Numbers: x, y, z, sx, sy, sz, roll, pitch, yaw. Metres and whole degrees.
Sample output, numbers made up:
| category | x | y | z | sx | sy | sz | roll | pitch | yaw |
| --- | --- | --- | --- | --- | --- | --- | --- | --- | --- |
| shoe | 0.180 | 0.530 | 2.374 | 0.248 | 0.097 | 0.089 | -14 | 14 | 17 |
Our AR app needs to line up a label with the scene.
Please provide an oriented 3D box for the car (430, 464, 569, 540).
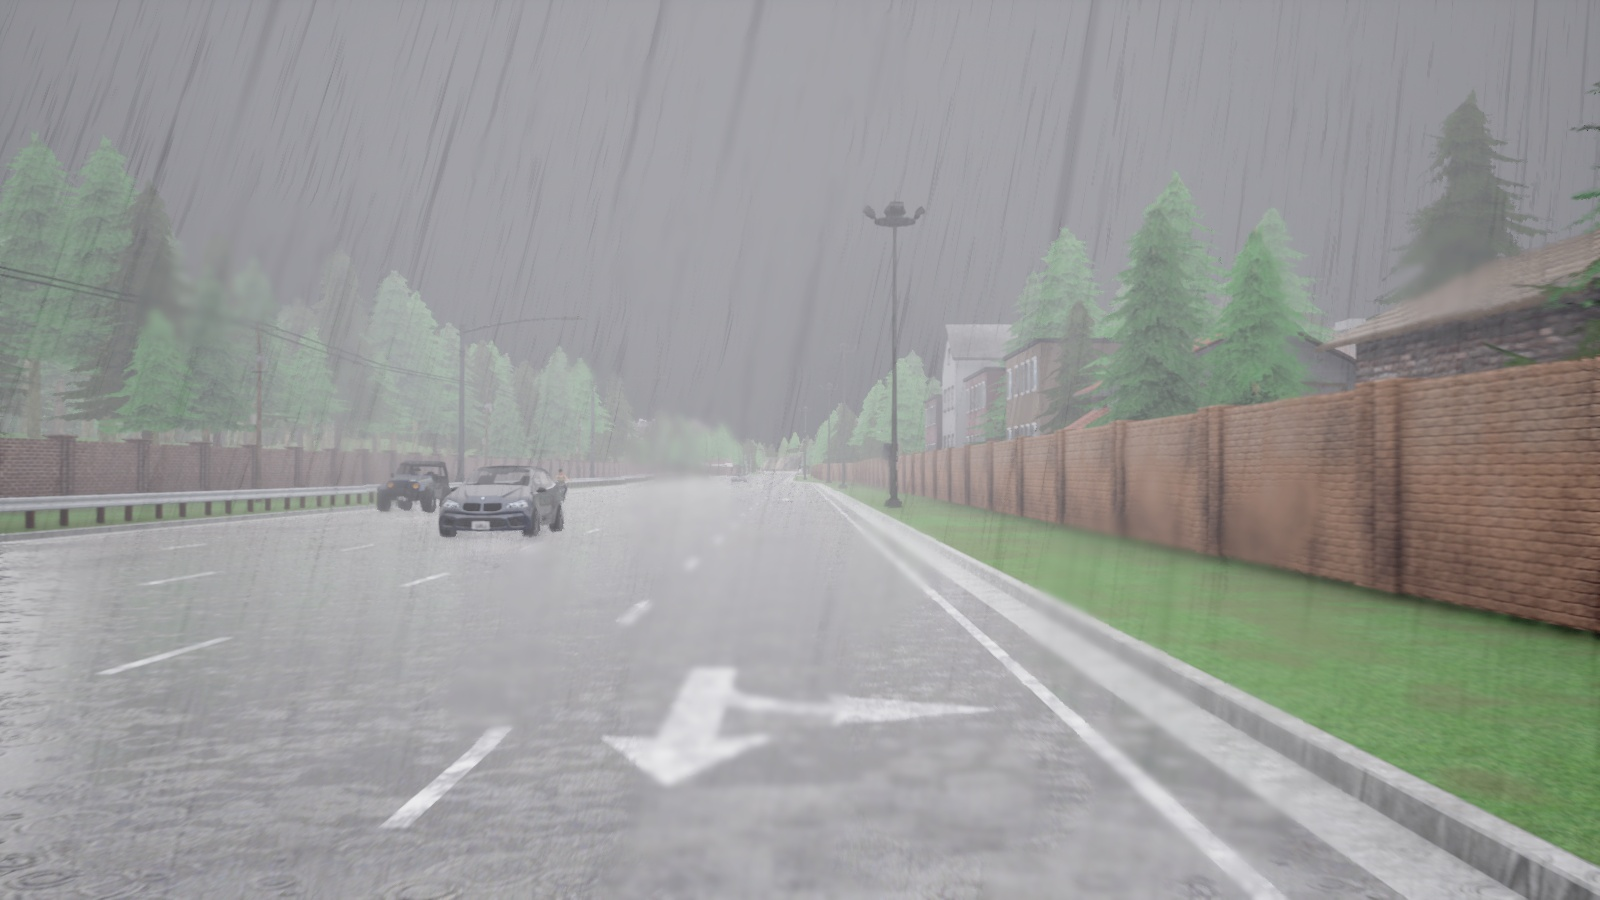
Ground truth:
| category | x | y | z | sx | sy | sz | roll | pitch | yaw |
| --- | --- | --- | --- | --- | --- | --- | --- | --- | --- |
| car | -7.074 | 1.190 | 30.078 | 2.242 | 1.667 | 4.611 | 0 | -1 | 0 |

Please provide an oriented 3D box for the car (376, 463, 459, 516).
| category | x | y | z | sx | sy | sz | roll | pitch | yaw |
| --- | --- | --- | --- | --- | --- | --- | --- | --- | --- |
| car | -14.114 | 1.445 | 46.510 | 1.905 | 1.878 | 3.866 | 0 | -1 | 0 |
